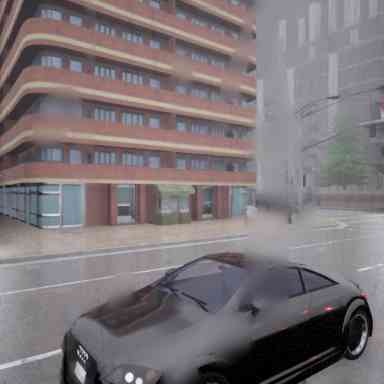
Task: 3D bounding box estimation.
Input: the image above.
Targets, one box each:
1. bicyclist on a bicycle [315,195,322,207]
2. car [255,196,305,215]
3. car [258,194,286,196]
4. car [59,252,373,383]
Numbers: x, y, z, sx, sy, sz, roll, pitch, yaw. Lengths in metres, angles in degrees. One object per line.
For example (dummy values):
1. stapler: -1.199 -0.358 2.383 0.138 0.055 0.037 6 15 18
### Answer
1. bicyclist on a bicycle: 17.805 1.301 46.934 1.656 1.620 0.582 0 0 -36
2. car: 8.866 1.491 32.937 2.128 1.511 4.902 0 0 -36
3. car: 9.692 1.222 37.735 2.150 2.045 5.566 0 0 -36
4. car: 0.533 1.564 4.378 4.181 1.385 1.994 0 0 -36
